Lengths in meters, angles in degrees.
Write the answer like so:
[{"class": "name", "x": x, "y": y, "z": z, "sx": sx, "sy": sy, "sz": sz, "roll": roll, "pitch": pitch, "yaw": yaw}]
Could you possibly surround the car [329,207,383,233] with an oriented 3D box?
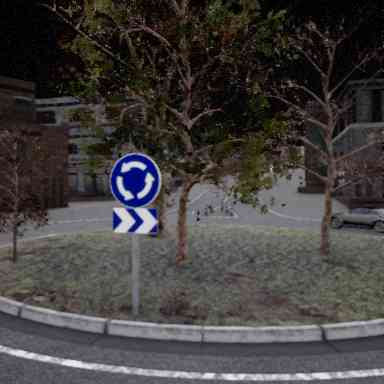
[{"class": "car", "x": 10.268, "y": 1.563, "z": 19.769, "sx": 1.994, "sy": 1.385, "sz": 4.181, "roll": 0, "pitch": 0, "yaw": -32}]
